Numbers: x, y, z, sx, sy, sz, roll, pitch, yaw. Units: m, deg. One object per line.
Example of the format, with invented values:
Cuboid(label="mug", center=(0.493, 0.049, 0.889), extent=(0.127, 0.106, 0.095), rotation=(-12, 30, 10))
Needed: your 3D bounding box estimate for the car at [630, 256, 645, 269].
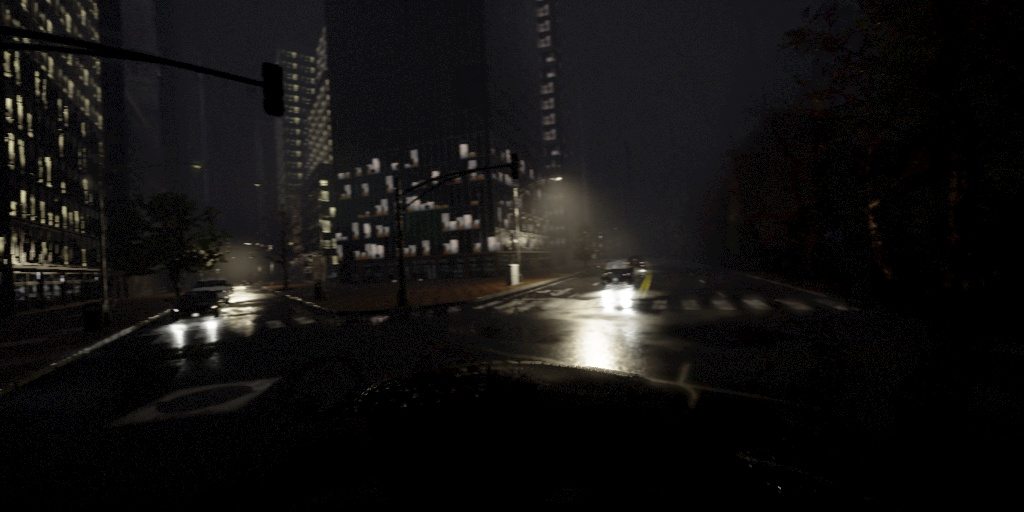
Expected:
Cuboid(label="car", center=(15.320, 0.735, 44.584), extent=(2.097, 1.767, 4.553), rotation=(-3, -1, 21))

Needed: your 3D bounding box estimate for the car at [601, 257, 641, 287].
Cuboid(label="car", center=(7.027, 1.104, 23.565), extent=(2.128, 1.511, 4.902), rotation=(-3, -1, 22))

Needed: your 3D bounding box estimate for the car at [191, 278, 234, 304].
Cuboid(label="car", center=(-23.626, 2.794, 28.272), extent=(2.150, 2.045, 5.566), rotation=(-3, -1, -37))

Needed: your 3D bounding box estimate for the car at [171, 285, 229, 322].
Cuboid(label="car", center=(-16.934, 2.584, 19.453), extent=(2.033, 1.411, 5.357), rotation=(-3, -1, -37))
